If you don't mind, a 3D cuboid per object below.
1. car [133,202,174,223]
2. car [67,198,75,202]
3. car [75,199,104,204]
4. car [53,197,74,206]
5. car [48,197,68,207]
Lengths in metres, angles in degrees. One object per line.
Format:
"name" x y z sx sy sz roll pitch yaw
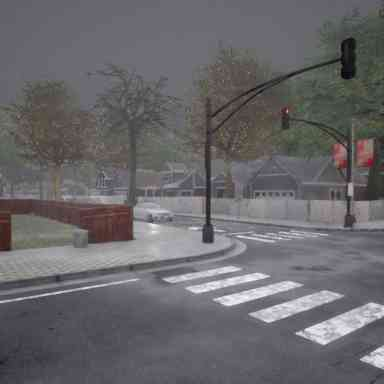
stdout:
"car" -3.228 1.550 25.899 1.812 1.442 4.674 0 -1 -36
"car" -16.614 1.651 49.653 1.994 1.385 4.181 0 0 -35
"car" -10.888 1.522 36.641 1.882 1.535 5.008 0 0 -35
"car" -22.266 1.598 57.466 2.128 1.511 4.902 0 0 -36
"car" -20.873 1.558 50.782 1.882 1.535 5.008 0 0 -36
